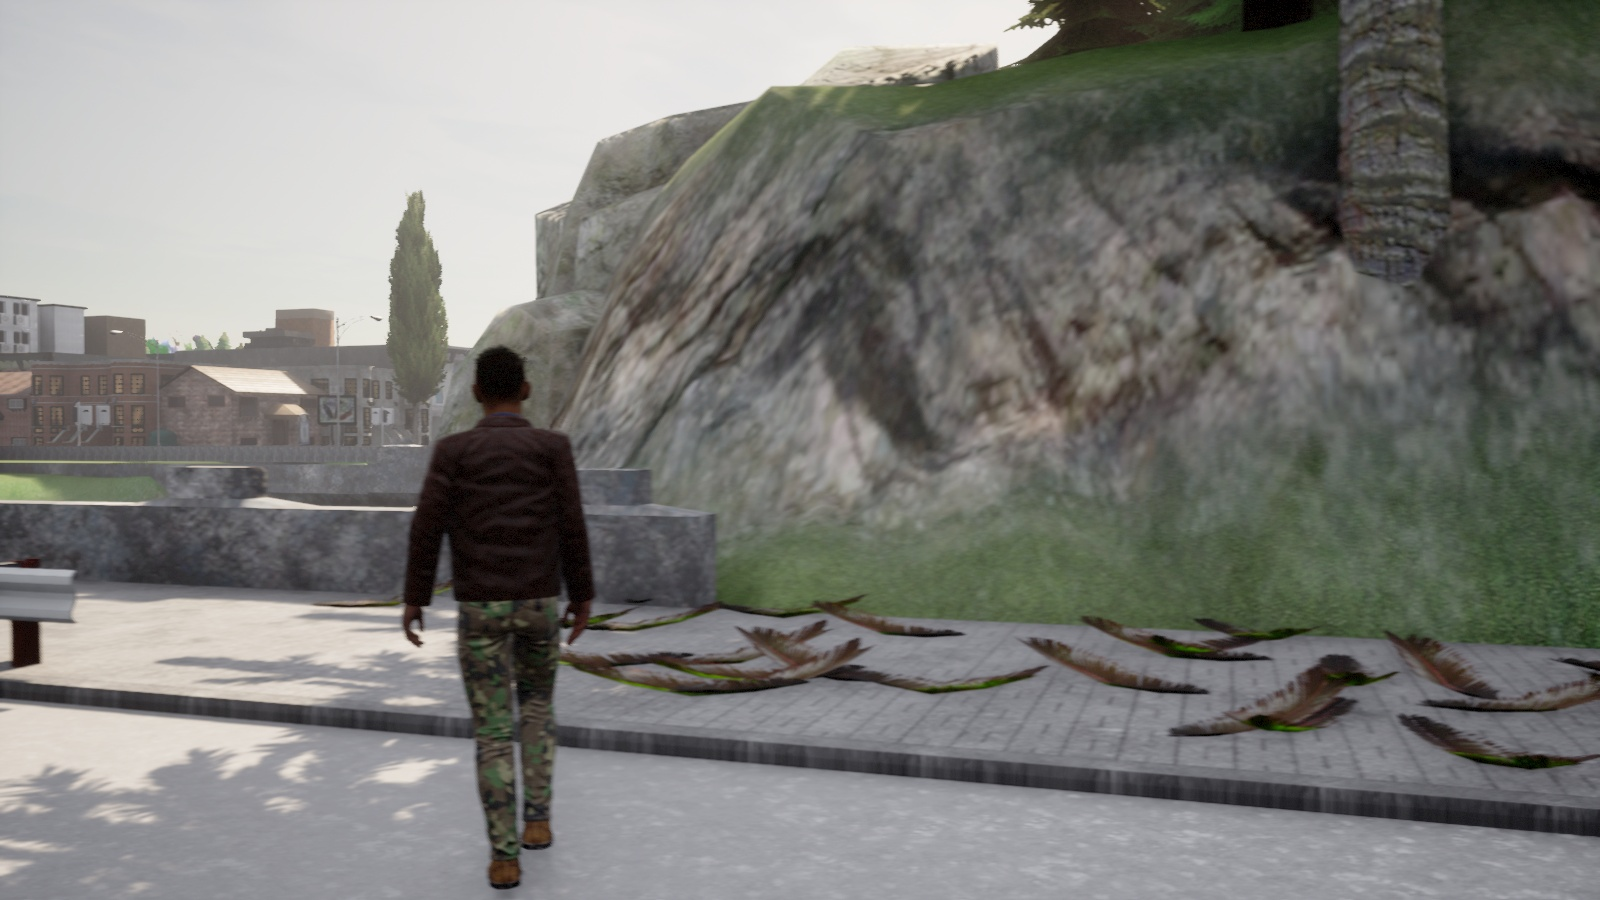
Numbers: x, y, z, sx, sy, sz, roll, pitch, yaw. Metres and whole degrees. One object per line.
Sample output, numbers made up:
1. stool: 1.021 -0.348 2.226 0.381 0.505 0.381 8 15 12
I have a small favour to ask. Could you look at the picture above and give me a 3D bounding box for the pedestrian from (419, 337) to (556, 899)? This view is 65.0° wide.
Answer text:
1. pedestrian: -1.093 0.553 4.413 0.431 1.840 0.703 0 1 -13
